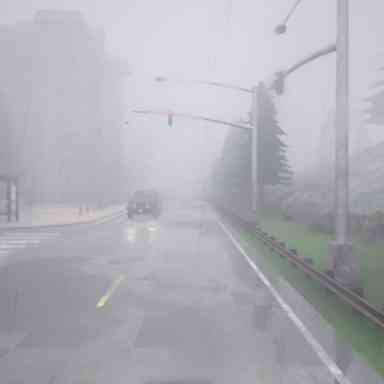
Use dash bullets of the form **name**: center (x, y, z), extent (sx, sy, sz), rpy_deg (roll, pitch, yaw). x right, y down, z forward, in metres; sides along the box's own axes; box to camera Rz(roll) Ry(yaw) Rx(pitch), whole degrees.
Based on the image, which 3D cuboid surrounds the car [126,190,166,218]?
- **car**: center (-3.492, 0.846, 25.375), extent (2.150, 2.045, 5.566), rpy_deg (0, 1, 0)

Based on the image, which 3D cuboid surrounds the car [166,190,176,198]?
- **car**: center (-3.481, 0.382, 51.213), extent (2.097, 1.767, 4.553), rpy_deg (0, 1, 0)
